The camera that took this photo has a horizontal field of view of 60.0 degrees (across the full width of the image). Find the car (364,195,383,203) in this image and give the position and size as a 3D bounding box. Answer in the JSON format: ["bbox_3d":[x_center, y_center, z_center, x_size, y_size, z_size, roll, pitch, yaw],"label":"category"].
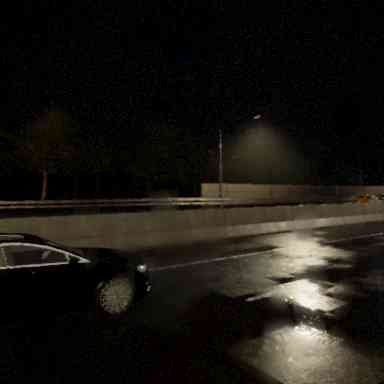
[{"bbox_3d":[28.535,1.407,50.121,4.718,1.301,1.895,0,0,-35],"label":"car"}]

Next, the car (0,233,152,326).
[{"bbox_3d":[-3.090,1.488,5.843,4.902,1.511,2.128,0,0,-36],"label":"car"}]

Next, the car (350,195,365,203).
[{"bbox_3d":[27.543,1.280,53.696,5.008,1.535,1.882,0,0,-35],"label":"car"}]
